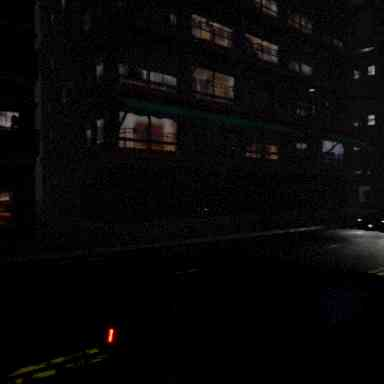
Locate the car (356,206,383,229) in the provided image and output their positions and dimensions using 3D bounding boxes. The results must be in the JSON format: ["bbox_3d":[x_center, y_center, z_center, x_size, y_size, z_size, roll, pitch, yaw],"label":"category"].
[{"bbox_3d":[12.565,1.603,21.122,5.357,1.411,2.033,0,0,-37],"label":"car"}]

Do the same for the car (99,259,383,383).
[{"bbox_3d":[1.363,1.611,4.446,4.718,1.301,1.895,0,0,-36],"label":"car"}]
